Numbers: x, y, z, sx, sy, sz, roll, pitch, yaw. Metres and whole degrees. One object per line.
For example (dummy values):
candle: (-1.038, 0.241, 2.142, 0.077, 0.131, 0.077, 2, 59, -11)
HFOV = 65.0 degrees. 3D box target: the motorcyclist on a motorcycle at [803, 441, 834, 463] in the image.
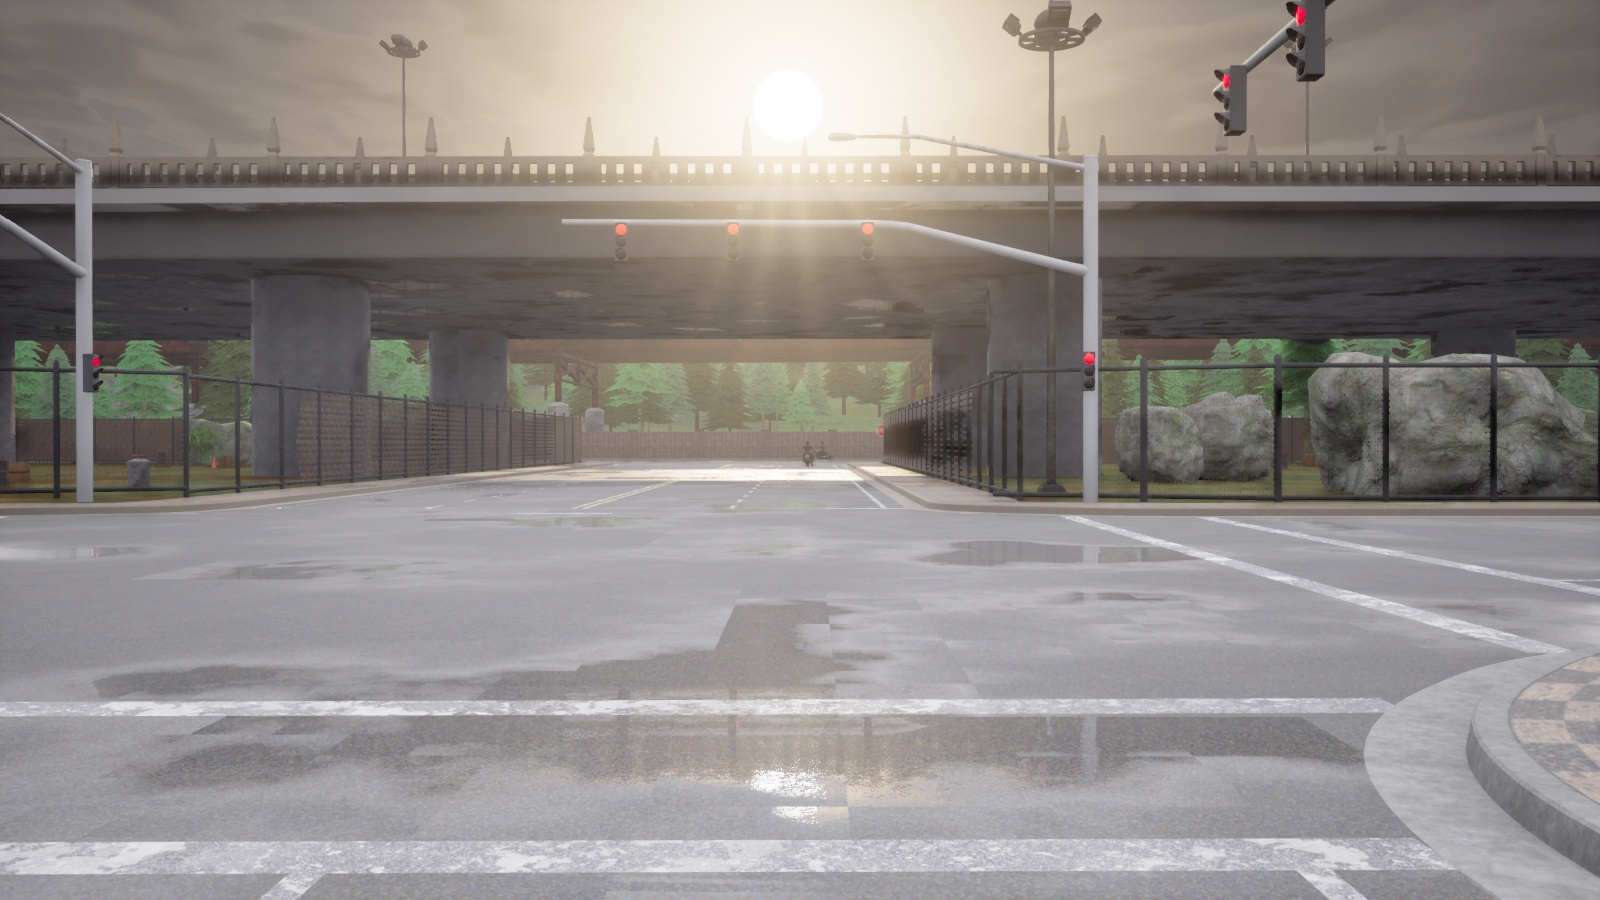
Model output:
motorcyclist on a motorcycle: (1.453, 0.142, 98.599, 2.350, 1.649, 0.766, 0, 1, -10)
